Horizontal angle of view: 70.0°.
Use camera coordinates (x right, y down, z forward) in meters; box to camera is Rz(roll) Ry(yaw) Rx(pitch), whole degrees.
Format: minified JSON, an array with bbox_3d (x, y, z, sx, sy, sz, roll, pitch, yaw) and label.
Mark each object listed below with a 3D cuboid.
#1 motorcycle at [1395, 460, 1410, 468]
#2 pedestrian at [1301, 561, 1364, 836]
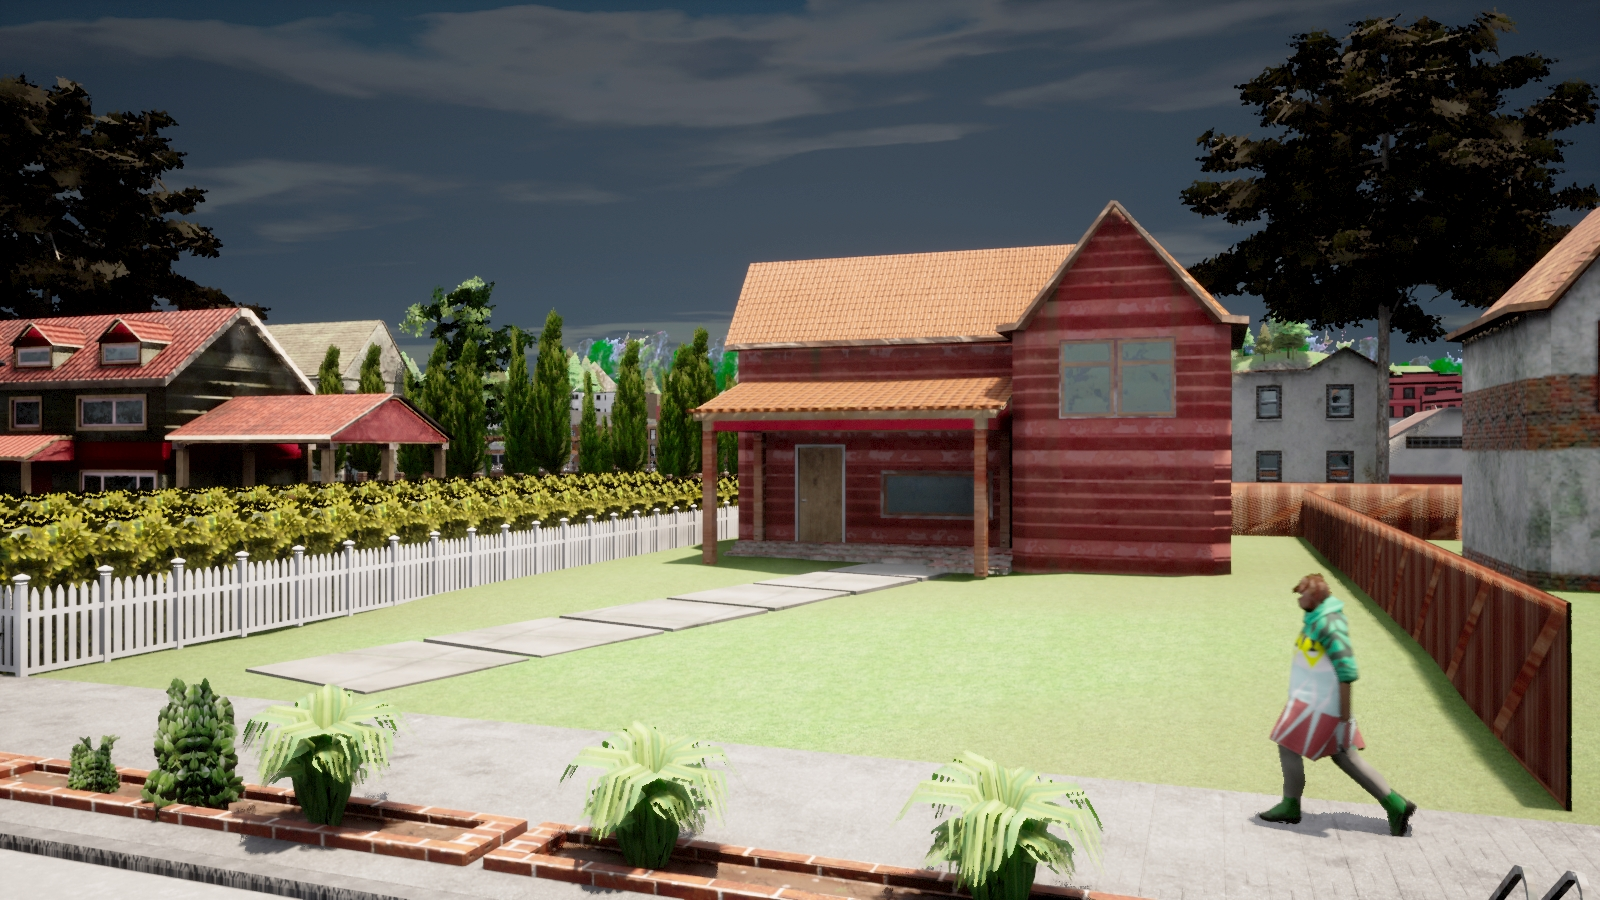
[{"bbox_3d":[95.804,2.186,181.803,2.033,1.199,0.803,0,0,20],"label":"motorcycle"},{"bbox_3d":[3.802,1.744,8.164,0.375,1.860,0.375,0,0,20],"label":"pedestrian"}]
